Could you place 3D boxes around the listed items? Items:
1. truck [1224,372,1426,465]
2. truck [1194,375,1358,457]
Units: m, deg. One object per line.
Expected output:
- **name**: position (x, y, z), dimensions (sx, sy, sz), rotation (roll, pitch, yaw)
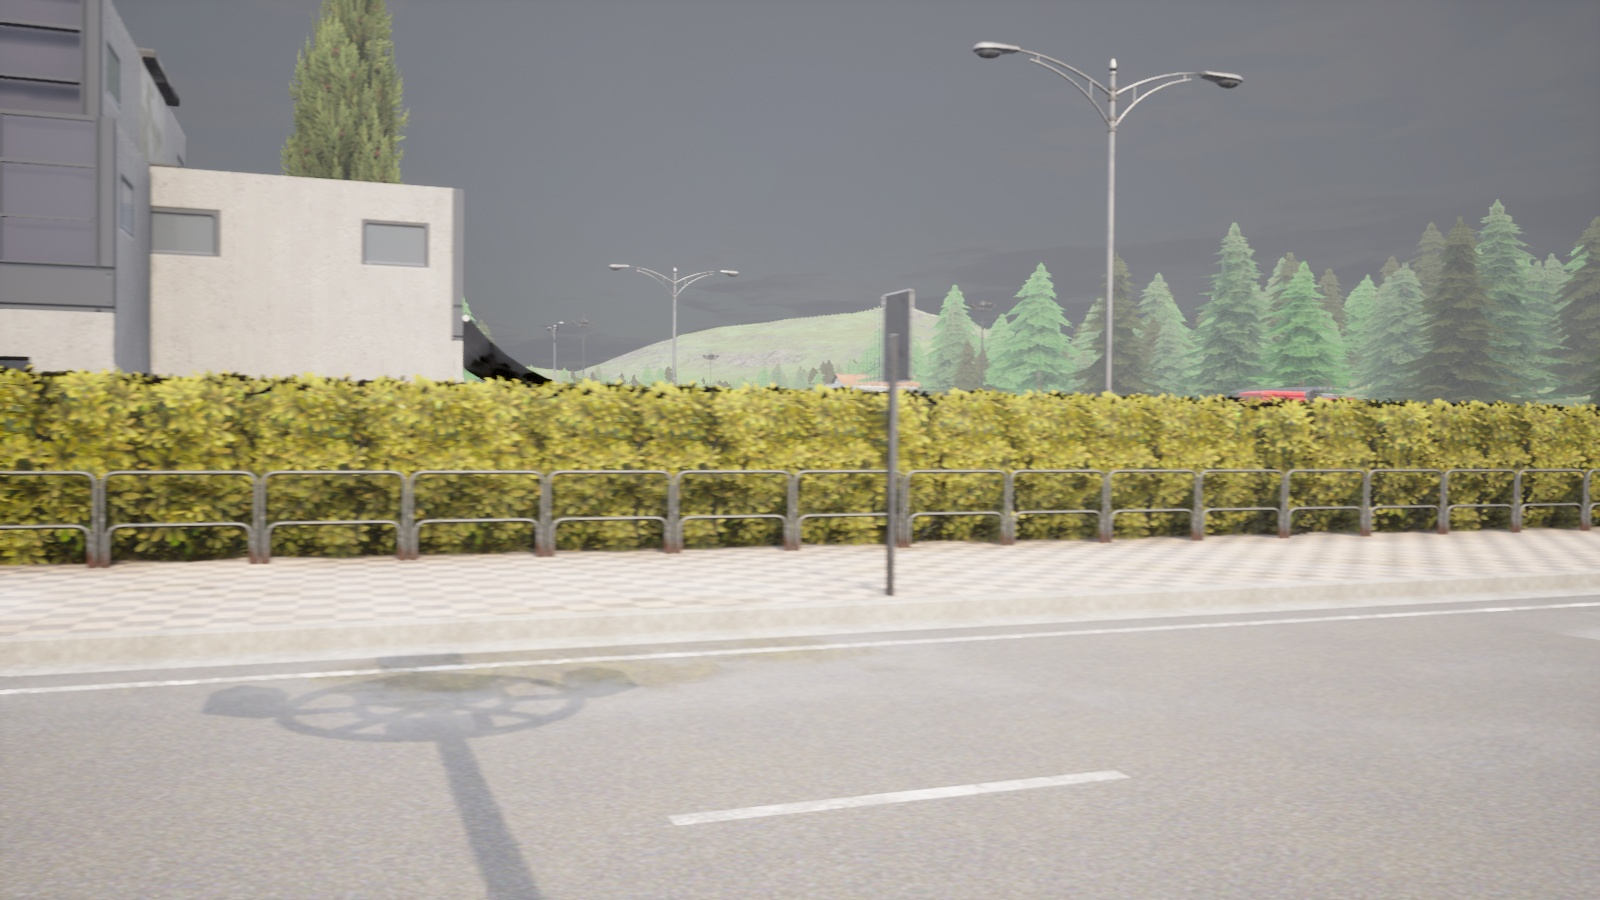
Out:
- **truck**: position (20.897, -1.233, 50.636), dimensions (2.891, 3.462, 7.936), rotation (-1, 1, -20)
- **truck**: position (23.765, -1.652, 63.250), dimensions (2.891, 3.827, 8.468), rotation (-1, 1, -20)
